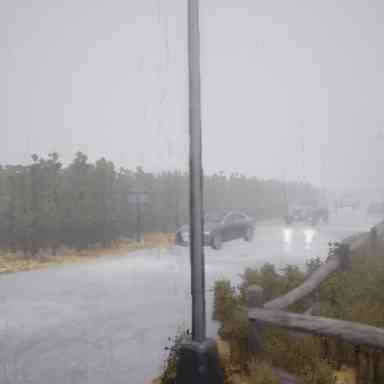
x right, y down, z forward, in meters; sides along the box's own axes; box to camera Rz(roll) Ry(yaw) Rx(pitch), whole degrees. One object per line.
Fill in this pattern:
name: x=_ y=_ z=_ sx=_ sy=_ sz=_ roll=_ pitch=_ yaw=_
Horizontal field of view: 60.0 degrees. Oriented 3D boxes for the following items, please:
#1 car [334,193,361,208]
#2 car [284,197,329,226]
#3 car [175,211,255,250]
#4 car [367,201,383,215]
car: x=17.962 y=1.135 z=38.293 sx=2.150 sy=2.045 sz=5.566 roll=-2 pitch=-1 yaw=36
car: x=9.112 y=1.451 z=26.143 sx=2.150 sy=2.045 sz=5.566 roll=-1 pitch=0 yaw=36
car: x=1.208 y=1.623 z=15.176 sx=2.128 sy=1.511 sz=4.902 roll=-2 pitch=-1 yaw=36
car: x=20.125 y=1.712 z=35.776 sx=2.128 sy=1.511 sz=4.902 roll=-2 pitch=-1 yaw=37
